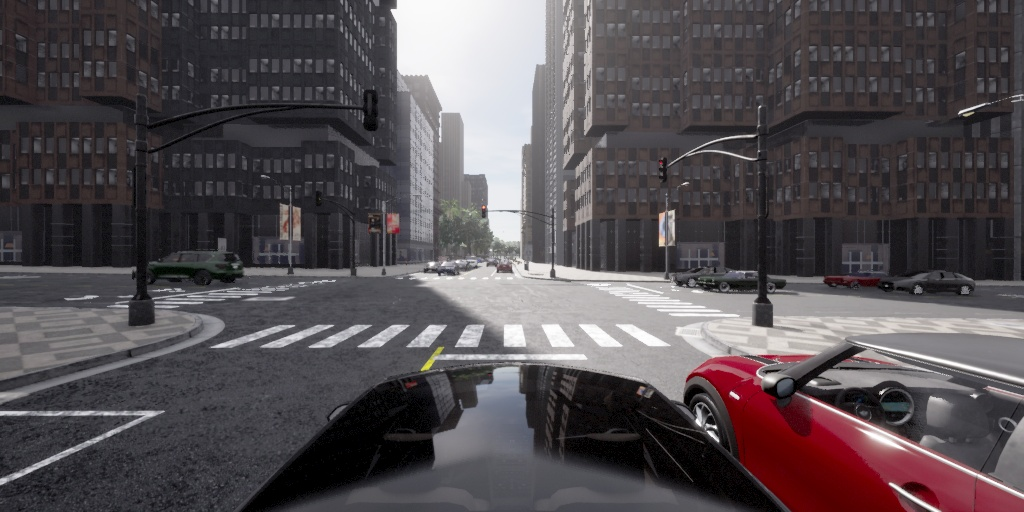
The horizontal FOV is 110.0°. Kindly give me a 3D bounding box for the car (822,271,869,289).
[{"bbox_3d":[25.250,1.737,25.734,4.718,1.301,1.895,1,0,-2],"label":"car"}]

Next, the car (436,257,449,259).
[{"bbox_3d":[-9.502,1.084,48.851,2.192,1.841,5.009,0,0,-1],"label":"car"}]

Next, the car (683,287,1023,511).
[{"bbox_3d":[2.761,1.190,2.173,1.967,1.591,4.097,0,0,0],"label":"car"}]

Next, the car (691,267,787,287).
[{"bbox_3d":[14.161,1.580,22.352,4.718,1.301,1.895,1,0,-3],"label":"car"}]

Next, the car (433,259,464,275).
[{"bbox_3d":[-6.684,1.294,38.334,2.033,1.411,5.357,0,0,-1],"label":"car"}]

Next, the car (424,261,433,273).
[{"bbox_3d":[-9.428,1.323,43.426,1.948,1.339,4.313,0,0,-1],"label":"car"}]

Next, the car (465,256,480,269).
[{"bbox_3d":[-6.961,1.015,59.232,2.150,2.045,5.566,0,0,0],"label":"car"}]

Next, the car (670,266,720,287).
[{"bbox_3d":[13.854,1.476,25.598,4.892,1.490,1.837,1,0,-1],"label":"car"}]

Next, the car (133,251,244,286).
[{"bbox_3d":[-19.594,0.721,21.911,5.566,2.045,2.150,1,0,-1],"label":"car"}]

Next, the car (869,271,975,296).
[{"bbox_3d":[25.907,1.655,22.502,4.892,1.490,1.837,1,0,-1],"label":"car"}]

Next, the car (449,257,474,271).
[{"bbox_3d":[-6.831,1.261,48.601,2.128,1.511,4.902,0,0,-1],"label":"car"}]

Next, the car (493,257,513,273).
[{"bbox_3d":[-0.904,1.197,43.539,1.967,1.591,4.097,0,0,-1],"label":"car"}]
